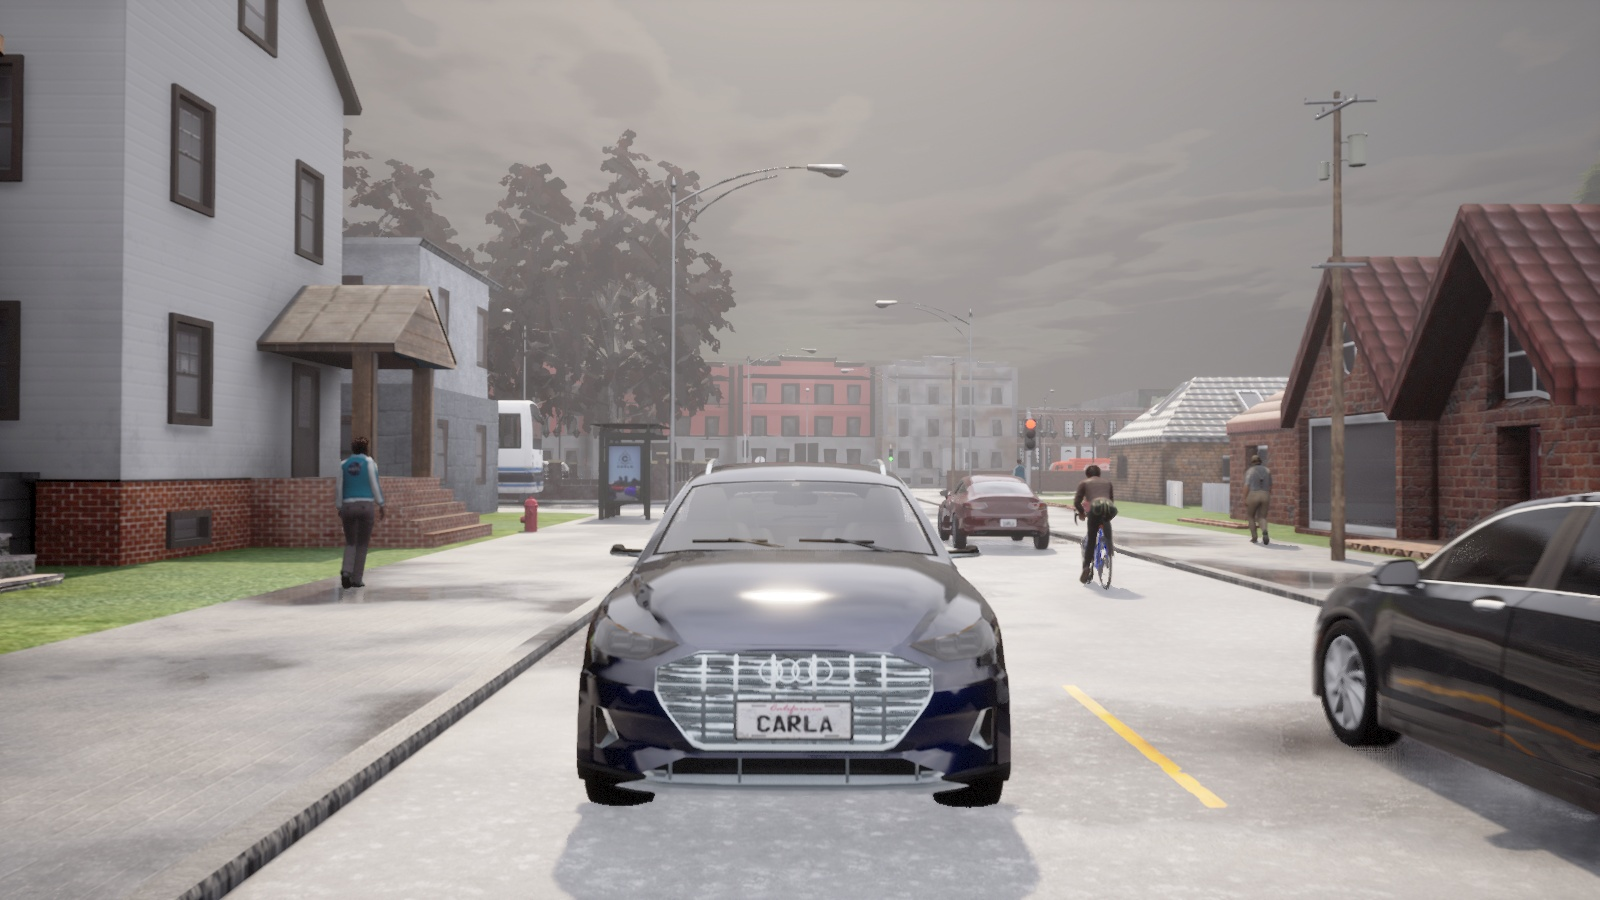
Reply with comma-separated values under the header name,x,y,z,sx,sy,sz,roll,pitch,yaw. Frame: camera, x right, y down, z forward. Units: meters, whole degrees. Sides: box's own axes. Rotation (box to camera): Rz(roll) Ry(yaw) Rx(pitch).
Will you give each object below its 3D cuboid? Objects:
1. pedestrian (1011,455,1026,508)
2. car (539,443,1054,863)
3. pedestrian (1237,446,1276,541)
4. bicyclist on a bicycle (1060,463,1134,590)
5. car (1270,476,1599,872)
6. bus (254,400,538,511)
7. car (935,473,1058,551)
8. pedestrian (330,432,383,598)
name,x,y,z,sx,sy,sz,roll,pitch,yaw
pedestrian,8.004,1.154,45.971,0.396,1.930,0.692,0,-1,-1
car,-0.020,0.850,7.398,2.033,1.649,4.856,0,-1,0
pedestrian,8.979,0.845,24.716,0.540,1.848,0.694,0,-1,4
bicyclist on a bicycle,3.954,0.994,16.834,0.582,1.620,1.656,0,-1,0
car,3.985,0.883,5.719,1.837,1.490,4.892,0,-1,0
bus,-16.062,0.238,50.708,10.273,4.253,3.944,0,-1,-4
car,3.923,1.197,25.794,1.812,1.442,4.674,0,-1,1
pedestrian,-5.270,0.760,14.951,0.396,1.930,0.692,0,-1,-1
